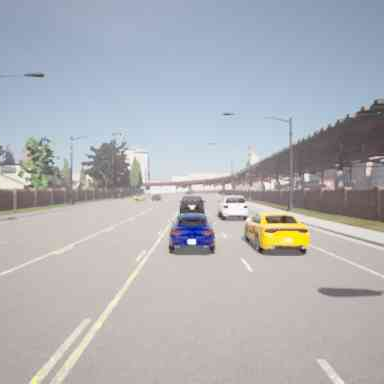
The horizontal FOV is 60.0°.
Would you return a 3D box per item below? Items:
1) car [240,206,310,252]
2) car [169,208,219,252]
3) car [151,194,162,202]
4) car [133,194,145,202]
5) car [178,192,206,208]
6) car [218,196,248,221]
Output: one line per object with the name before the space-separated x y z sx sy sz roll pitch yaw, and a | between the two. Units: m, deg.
car | 3.508 1.597 14.495 1.882 1.535 5.008 0 0 0
car | 0.006 1.645 14.373 1.812 1.442 4.674 0 0 0
car | -7.010 1.159 66.106 1.837 1.490 4.892 0 1 0
car | -10.510 1.138 66.104 1.882 1.535 5.008 0 1 0
car | 0.000 1.325 28.990 2.150 2.045 5.566 0 0 0
car | 3.499 1.325 28.996 2.150 2.045 5.566 0 1 0
